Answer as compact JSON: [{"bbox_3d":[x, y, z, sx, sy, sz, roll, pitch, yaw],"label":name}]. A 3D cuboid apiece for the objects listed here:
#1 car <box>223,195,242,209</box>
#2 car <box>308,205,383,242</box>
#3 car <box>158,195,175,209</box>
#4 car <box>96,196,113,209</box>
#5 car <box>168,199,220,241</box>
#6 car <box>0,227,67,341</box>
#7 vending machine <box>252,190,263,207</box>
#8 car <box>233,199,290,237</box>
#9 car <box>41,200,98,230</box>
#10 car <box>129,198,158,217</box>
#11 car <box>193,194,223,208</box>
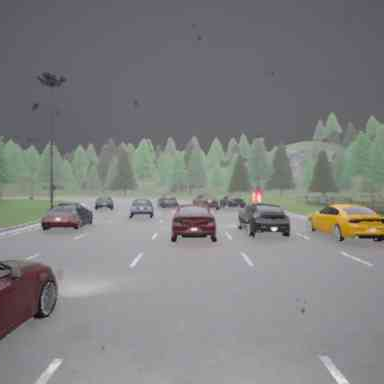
[{"bbox_3d":[4.438,1.126,37.752,1.837,1.490,4.892,1,0,-13],"label":"car"},{"bbox_3d":[7.037,1.321,15.521,1.882,1.535,5.008,0,1,-1],"label":"car"},{"bbox_3d":[-2.939,1.106,38.481,2.128,1.511,4.902,0,1,-14],"label":"car"},{"bbox_3d":[-10.097,1.181,38.181,1.994,1.385,4.181,0,1,-15],"label":"car"},{"bbox_3d":[0.038,1.319,15.716,1.882,1.535,5.008,0,1,-1],"label":"car"},{"bbox_3d":[-3.397,1.482,4.238,1.812,1.442,4.674,0,1,0],"label":"car"},{"bbox_3d":[7.952,0.789,40.520,1.100,2.100,0.880,0,1,-14],"label":"vending machine"},{"bbox_3d":[3.505,1.335,16.883,1.837,1.490,4.892,0,1,-2],"label":"car"},{"bbox_3d":[-7.118,1.369,19.379,1.994,1.385,4.181,0,1,-3],"label":"car"},{"bbox_3d":[-4.187,1.272,27.422,2.033,1.411,5.357,0,1,-9],"label":"car"},{"bbox_3d":[1.318,0.997,35.419,2.097,1.767,4.553,0,1,-12],"label":"car"}]
